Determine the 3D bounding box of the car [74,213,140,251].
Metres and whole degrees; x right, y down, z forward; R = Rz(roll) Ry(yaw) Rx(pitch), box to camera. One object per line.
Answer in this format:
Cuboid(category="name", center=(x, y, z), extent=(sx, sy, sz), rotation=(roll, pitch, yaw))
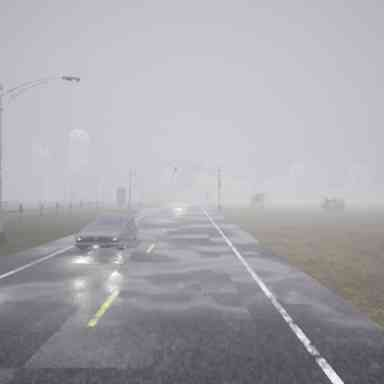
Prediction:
Cuboid(category="car", center=(-3.602, 1.695, 15.124), extent=(2.033, 1.411, 5.357), rotation=(0, -1, 0))
